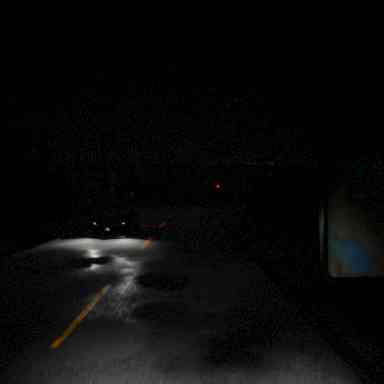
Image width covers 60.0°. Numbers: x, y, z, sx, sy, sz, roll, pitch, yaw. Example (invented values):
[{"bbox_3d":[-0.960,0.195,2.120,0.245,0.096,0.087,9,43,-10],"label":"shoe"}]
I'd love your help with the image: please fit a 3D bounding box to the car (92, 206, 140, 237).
[{"bbox_3d":[-4.022,1.519,18.251,1.812,1.442,4.674,0,0,0],"label":"car"}]
